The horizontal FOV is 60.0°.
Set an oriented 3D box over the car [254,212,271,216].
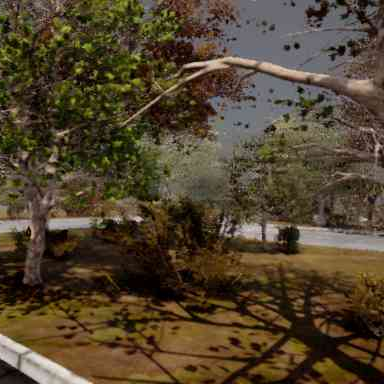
[{"bbox_3d":[11.622,3.097,53.321,4.902,1.511,2.128,3,-2,-26],"label":"car"}]
